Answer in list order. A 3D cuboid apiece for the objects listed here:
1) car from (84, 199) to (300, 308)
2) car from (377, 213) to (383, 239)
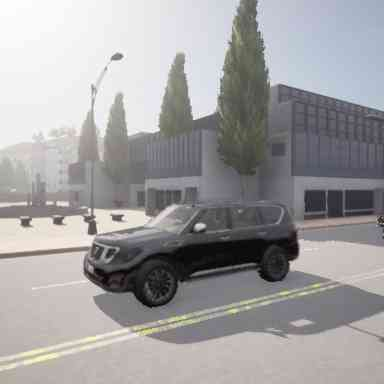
[{"bbox_3d":[0.263,1.222,8.283,5.566,2.045,2.150,0,0,-33],"label":"car"},{"bbox_3d":[10.384,1.503,14.718,4.892,1.490,1.837,0,0,-33],"label":"car"}]
